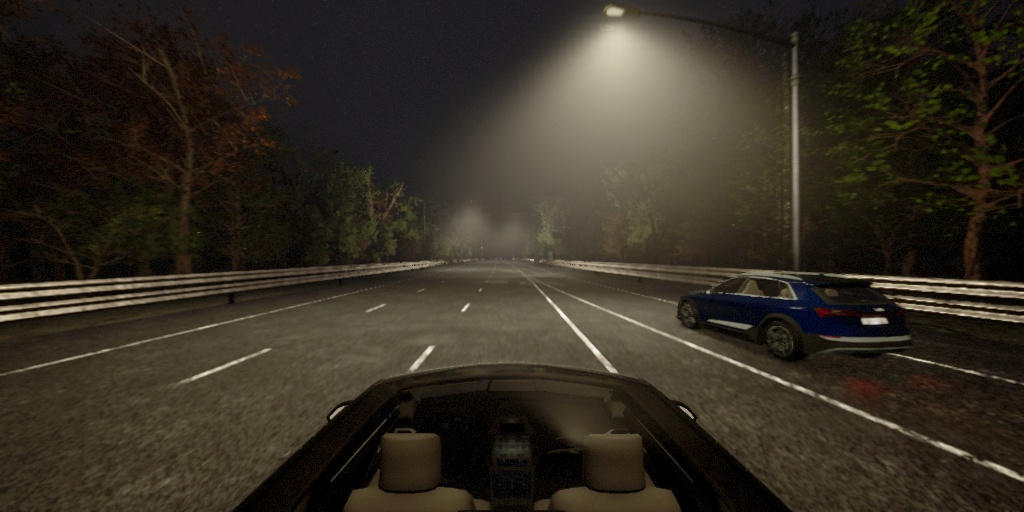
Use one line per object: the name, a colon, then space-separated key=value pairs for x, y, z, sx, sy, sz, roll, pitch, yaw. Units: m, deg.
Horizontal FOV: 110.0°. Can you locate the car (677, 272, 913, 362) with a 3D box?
car: x=5.825 y=1.165 z=8.238 sx=2.033 sy=1.649 sz=4.856 roll=-1 pitch=0 yaw=-6
